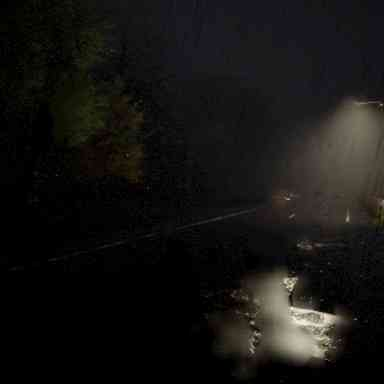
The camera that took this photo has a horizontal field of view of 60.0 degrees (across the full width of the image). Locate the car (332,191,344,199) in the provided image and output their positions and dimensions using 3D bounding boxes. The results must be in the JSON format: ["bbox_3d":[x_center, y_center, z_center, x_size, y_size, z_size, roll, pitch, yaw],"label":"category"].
[{"bbox_3d":[24.900,0.484,56.820,2.033,1.411,5.357,3,2,25],"label":"car"}]

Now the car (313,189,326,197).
[{"bbox_3d":[25.297,0.122,66.105,1.837,1.490,4.892,3,2,25],"label":"car"}]

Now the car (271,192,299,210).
[{"bbox_3d":[8.392,0.742,29.925,2.128,1.511,4.902,3,2,25],"label":"car"}]
